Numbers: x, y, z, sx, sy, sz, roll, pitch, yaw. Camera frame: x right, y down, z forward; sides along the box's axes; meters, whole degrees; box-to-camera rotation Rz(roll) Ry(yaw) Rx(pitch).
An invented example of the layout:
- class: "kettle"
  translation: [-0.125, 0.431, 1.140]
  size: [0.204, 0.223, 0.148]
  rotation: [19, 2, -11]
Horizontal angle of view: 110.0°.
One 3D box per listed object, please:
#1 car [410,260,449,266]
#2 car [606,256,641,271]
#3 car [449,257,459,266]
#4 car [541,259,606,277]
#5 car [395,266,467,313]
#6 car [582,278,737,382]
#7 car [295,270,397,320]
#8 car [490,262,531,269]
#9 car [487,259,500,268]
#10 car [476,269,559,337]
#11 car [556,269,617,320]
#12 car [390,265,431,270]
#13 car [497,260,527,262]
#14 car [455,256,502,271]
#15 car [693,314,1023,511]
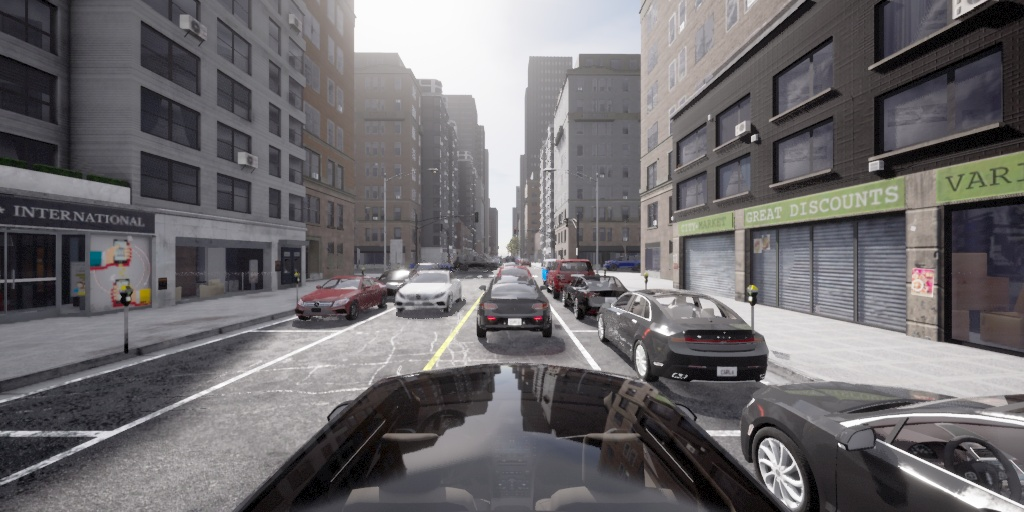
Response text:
- class: "car"
  translation: [-5.661, 1.189, 23.516]
  size: [1.967, 1.591, 4.097]
  rotation: [0, 0, 0]
- class: "car"
  translation: [14.843, 0.960, 47.050]
  size: [5.566, 2.045, 2.150]
  rotation: [0, 0, 2]
- class: "car"
  translation: [-8.937, 1.229, 40.249]
  size: [5.008, 1.535, 1.882]
  rotation: [0, 0, 0]
- class: "car"
  translation: [2.863, 1.065, 17.996]
  size: [2.192, 1.841, 5.009]
  rotation: [0, 0, 0]
- class: "car"
  translation: [-3.086, 1.275, 14.157]
  size: [1.812, 1.442, 4.674]
  rotation: [0, 0, 0]
- class: "car"
  translation: [2.860, 1.300, 6.948]
  size: [2.007, 1.370, 4.403]
  rotation: [0, 0, 0]
- class: "car"
  translation: [-5.664, 1.332, 12.466]
  size: [1.802, 1.307, 4.207]
  rotation: [0, 0, 0]
- class: "car"
  translation: [0.103, 1.228, 17.531]
  size: [1.882, 1.535, 5.008]
  rotation: [0, 0, 0]
- class: "car"
  translation: [-3.221, 1.317, 62.041]
  size: [2.033, 1.411, 5.357]
  rotation: [0, 0, -1]
- class: "car"
  translation: [0.040, 1.276, 10.157]
  size: [1.812, 1.442, 4.674]
  rotation: [0, 0, -1]
- class: "car"
  translation: [2.862, 1.316, 12.472]
  size: [1.948, 1.339, 4.313]
  rotation: [0, 0, 0]
- class: "car"
  translation: [-5.663, 1.315, 17.991]
  size: [1.948, 1.339, 4.313]
  rotation: [0, 0, 0]
- class: "car"
  translation: [0.071, 1.255, 27.703]
  size: [1.837, 1.490, 4.892]
  rotation: [0, 0, 2]
- class: "car"
  translation: [-4.349, 0.973, 43.522]
  size: [5.566, 2.045, 2.150]
  rotation: [0, 0, 0]
- class: "car"
  translation: [2.859, 1.300, 1.425]
  size: [2.007, 1.370, 4.403]
  rotation: [0, 0, 0]
